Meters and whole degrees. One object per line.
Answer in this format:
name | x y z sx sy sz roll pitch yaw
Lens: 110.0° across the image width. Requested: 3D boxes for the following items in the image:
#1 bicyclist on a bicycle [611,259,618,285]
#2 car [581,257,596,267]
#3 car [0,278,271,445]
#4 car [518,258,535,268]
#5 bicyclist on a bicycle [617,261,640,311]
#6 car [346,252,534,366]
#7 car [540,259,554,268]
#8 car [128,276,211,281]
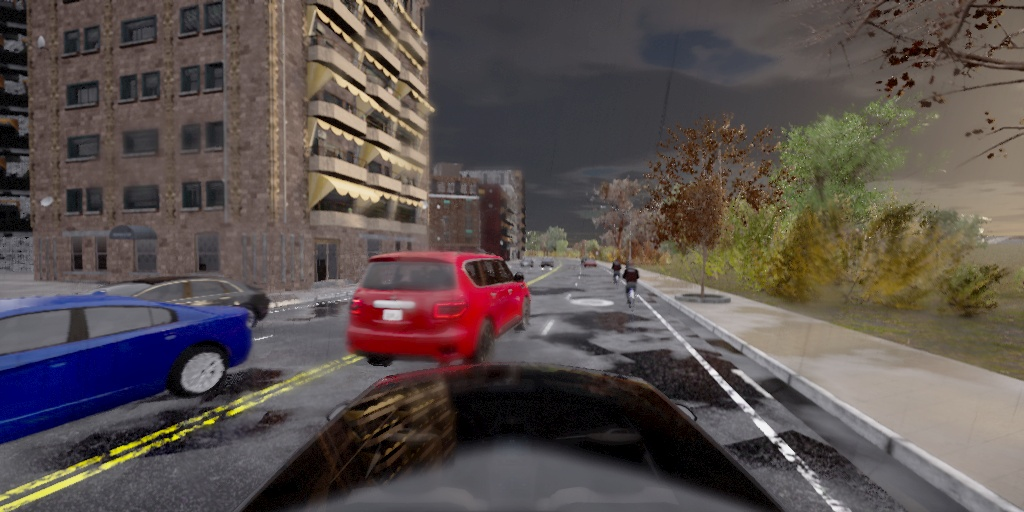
bicyclist on a bicycle | 6.438 1.051 22.103 0.659 1.776 1.843 0 0 13
car | 13.123 1.101 60.496 1.994 1.385 4.181 0 0 9
car | -5.639 1.222 3.927 1.882 1.535 5.008 0 0 14
car | 2.363 1.060 55.938 2.128 1.511 4.902 0 0 8
bicyclist on a bicycle | 4.391 1.081 13.261 0.659 1.776 1.843 0 0 13
car | -1.086 0.951 7.833 2.150 2.045 5.566 0 0 14
car | 5.494 1.115 55.025 2.033 1.411 5.357 0 0 10
car | -7.973 1.237 7.942 1.837 1.490 4.892 0 0 14
